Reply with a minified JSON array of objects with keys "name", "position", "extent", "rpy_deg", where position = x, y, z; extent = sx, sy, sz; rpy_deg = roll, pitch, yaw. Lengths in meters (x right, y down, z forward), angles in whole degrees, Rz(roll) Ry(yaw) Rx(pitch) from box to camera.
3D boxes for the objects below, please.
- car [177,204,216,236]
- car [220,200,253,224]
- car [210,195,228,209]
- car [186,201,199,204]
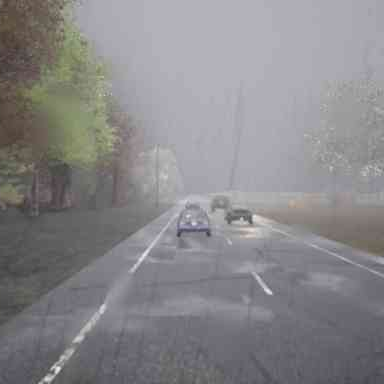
[{"name":"car","position":[0.102,1.653,19.221],"extent":[2.033,1.411,5.357],"rpy_deg":[0,0,0]},{"name":"car","position":[3.520,1.646,25.881],"extent":[1.837,1.490,4.892],"rpy_deg":[0,0,0]},{"name":"car","position":[3.580,1.455,43.349],"extent":[2.150,2.045,5.566],"rpy_deg":[0,0,0]},{"name":"car","position":[0.110,1.845,46.045],"extent":[1.895,1.301,4.718],"rpy_deg":[0,0,0]}]
